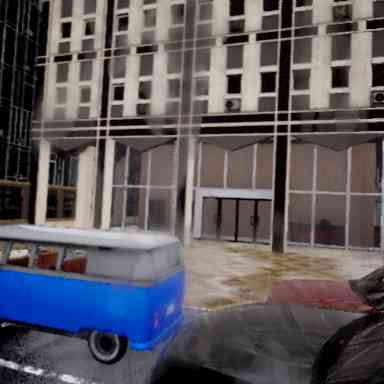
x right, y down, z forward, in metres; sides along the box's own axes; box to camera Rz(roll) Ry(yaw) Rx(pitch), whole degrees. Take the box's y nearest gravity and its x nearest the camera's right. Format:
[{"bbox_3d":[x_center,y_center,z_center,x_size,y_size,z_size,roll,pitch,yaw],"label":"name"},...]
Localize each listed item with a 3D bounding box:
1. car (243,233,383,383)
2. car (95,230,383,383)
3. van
[{"bbox_3d":[3.310,1.649,3.949,5.009,1.841,2.192,2,-2,18],"label":"car"},{"bbox_3d":[2.092,1.390,1.389,5.566,2.045,2.150,1,-2,42],"label":"car"},{"bbox_3d":[-2.087,1.530,5.725,3.998,1.788,1.690,2,-2,18],"label":"van"}]
